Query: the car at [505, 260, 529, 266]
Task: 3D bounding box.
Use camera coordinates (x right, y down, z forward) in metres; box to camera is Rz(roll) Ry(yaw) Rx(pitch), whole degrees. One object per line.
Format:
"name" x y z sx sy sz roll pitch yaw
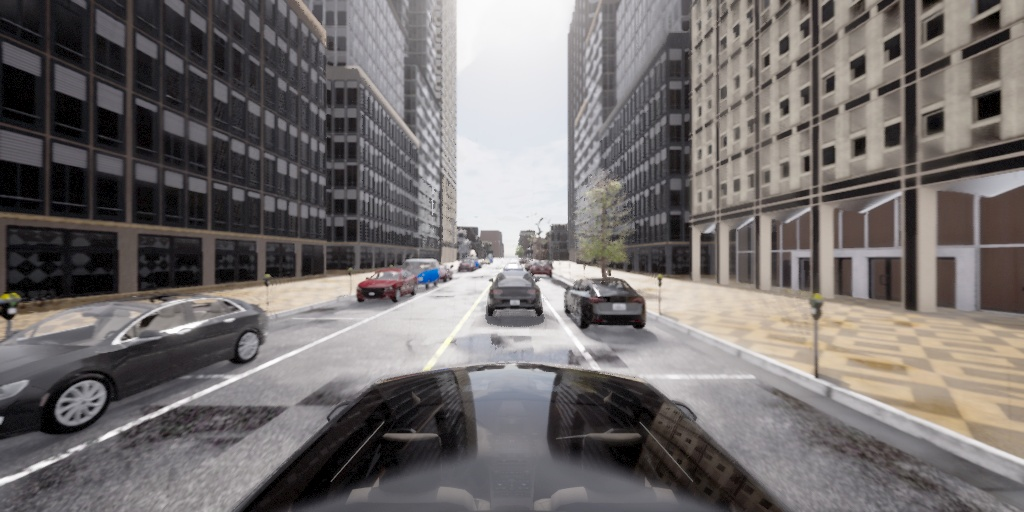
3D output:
"car" 0.104 1.283 31.361 2.033 1.411 5.357 0 0 0

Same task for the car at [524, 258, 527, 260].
"car" 2.697 1.306 45.232 1.802 1.307 4.207 0 0 0

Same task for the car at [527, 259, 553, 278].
"car" 2.696 1.173 33.847 1.967 1.591 4.097 0 0 0

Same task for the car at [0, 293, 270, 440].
"car" -5.690 1.299 5.402 2.007 1.370 4.403 0 0 0

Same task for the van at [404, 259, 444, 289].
"van" -5.687 1.082 22.479 1.690 1.789 3.998 0 0 0

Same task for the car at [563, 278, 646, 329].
"car" 2.692 1.312 11.080 1.948 1.339 4.313 0 0 0

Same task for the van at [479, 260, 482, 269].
"van" -5.683 1.060 50.940 1.690 1.789 3.998 0 0 0

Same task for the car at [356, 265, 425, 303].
"car" -5.688 1.289 16.786 1.888 1.381 4.507 0 0 0

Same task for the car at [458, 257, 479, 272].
"car" -5.684 1.164 45.247 1.967 1.591 4.097 0 0 0

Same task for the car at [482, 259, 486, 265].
"car" -5.682 1.280 56.632 1.948 1.339 4.313 0 0 0

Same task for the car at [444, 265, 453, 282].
"car" -5.686 1.319 28.171 1.802 1.307 4.207 0 0 0

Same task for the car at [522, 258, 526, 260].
"car" 2.698 1.245 51.094 1.751 1.417 4.829 0 0 0

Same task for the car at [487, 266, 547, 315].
"car" 0.087 1.271 13.436 1.812 1.442 4.674 0 0 0
